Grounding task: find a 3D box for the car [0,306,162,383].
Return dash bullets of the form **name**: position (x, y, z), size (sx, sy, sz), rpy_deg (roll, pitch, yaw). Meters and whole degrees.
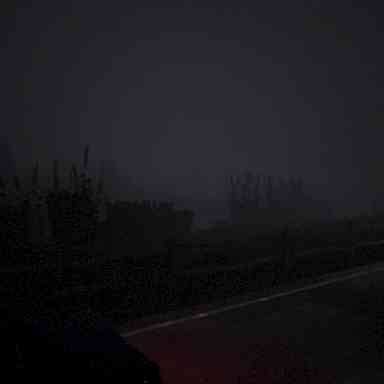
- **car**: position (-2.653, 1.591, 2.100), size (4.718, 1.301, 1.895), rpy_deg (1, 0, -36)
